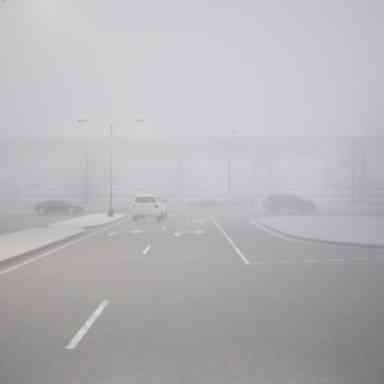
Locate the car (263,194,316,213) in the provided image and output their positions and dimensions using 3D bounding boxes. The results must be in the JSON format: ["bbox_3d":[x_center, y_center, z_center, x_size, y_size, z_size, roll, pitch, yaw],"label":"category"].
[{"bbox_3d":[10.749,1.215,36.853,5.566,2.045,2.150,0,0,0],"label":"car"}]

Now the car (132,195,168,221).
[{"bbox_3d":[-3.340,1.219,26.972,2.150,2.045,5.566,0,0,2],"label":"car"}]

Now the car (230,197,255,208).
[{"bbox_3d":[6.498,1.498,47.579,4.892,1.490,1.837,1,0,0],"label":"car"}]

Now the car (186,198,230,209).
[{"bbox_3d":[1.893,1.539,44.195,5.357,1.411,2.033,0,0,1],"label":"car"}]

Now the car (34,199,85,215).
[{"bbox_3d":[-13.243,1.497,33.441,4.892,1.490,1.837,0,0,0],"label":"car"}]
